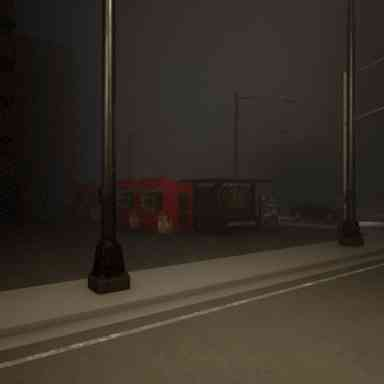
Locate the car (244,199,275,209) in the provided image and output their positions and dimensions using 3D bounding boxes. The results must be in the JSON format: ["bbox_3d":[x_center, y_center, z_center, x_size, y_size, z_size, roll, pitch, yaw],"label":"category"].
[{"bbox_3d":[10.469,1.893,51.721,1.812,1.442,4.674,0,-1,-36],"label":"car"}]

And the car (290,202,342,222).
[{"bbox_3d":[10.499,1.612,27.588,1.837,1.490,4.892,0,-1,-36],"label":"car"}]

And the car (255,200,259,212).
[{"bbox_3d":[4.674,1.753,35.575,1.812,1.442,4.674,0,-1,-36],"label":"car"}]
